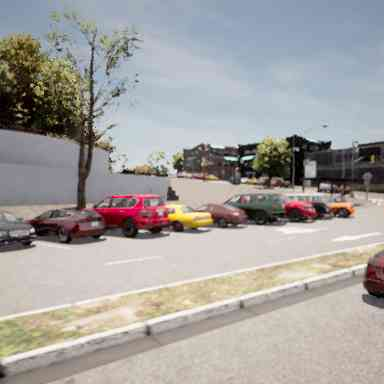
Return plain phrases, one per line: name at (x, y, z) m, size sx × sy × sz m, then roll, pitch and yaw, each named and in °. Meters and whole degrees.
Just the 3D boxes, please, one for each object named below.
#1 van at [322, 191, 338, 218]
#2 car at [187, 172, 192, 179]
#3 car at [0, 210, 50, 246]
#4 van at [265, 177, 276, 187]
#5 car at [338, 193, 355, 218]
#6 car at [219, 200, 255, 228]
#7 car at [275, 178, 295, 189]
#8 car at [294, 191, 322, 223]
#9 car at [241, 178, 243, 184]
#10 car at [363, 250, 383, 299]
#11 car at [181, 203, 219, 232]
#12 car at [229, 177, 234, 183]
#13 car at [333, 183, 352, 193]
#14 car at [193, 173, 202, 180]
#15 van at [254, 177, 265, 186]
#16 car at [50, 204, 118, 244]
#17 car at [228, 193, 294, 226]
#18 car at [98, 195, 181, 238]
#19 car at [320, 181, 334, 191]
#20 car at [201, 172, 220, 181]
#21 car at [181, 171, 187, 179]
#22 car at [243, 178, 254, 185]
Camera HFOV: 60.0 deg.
van at (8.700, 1.113, 26.176) m, size 4.442 × 1.987 × 1.878 m, roll -1°, pitch -1°, yaw 35°
car at (1.685, -4.298, 90.836) m, size 2.185 × 1.767 × 4.553 m, roll 6°, pitch 3°, yaw 34°
car at (-8.571, 1.484, 14.101) m, size 4.892 × 1.521 × 2.231 m, roll -1°, pitch -1°, yaw 35°
van at (17.325, -1.937, 68.624) m, size 1.878 × 1.987 × 4.442 m, roll 7°, pitch 4°, yaw 35°
car at (11.110, 1.195, 27.926) m, size 4.553 × 1.767 × 2.185 m, roll -1°, pitch 0°, yaw 35°
car at (1.221, 1.440, 21.046) m, size 4.674 × 1.452 × 2.002 m, roll -1°, pitch 0°, yaw 35°
car at (19.088, -1.439, 66.264) m, size 2.231 × 1.521 × 4.892 m, roll 6°, pitch 3°, yaw 35°
car at (6.161, 1.109, 24.506) m, size 5.566 × 2.045 × 2.435 m, roll -1°, pitch -1°, yaw 35°
car at (12.188, -2.491, 76.145) m, size 2.002 × 1.452 × 4.674 m, roll 7°, pitch 4°, yaw 35°
car at (5.532, 1.503, 7.080) m, size 4.181 × 1.385 × 1.994 m, roll 0°, pitch 0°, yaw -34°
car at (-1.386, 1.420, 19.419) m, size 5.366 × 1.575 × 1.946 m, roll -1°, pitch 0°, yaw 35°
car at (10.444, -2.765, 78.606) m, size 2.002 × 1.452 × 4.674 m, roll 6°, pitch 4°, yaw 35°
car at (25.995, -0.309, 56.410) m, size 2.002 × 1.452 × 4.674 m, roll 6°, pitch 3°, yaw 35°
car at (3.480, -4.147, 88.370) m, size 2.435 × 2.045 × 5.566 m, roll 7°, pitch 4°, yaw 34°
van at (15.595, -2.210, 71.094) m, size 1.878 × 1.987 × 4.442 m, roll 7°, pitch 4°, yaw 35°
car at (-6.150, 1.490, 15.847) m, size 4.792 × 1.488 × 2.163 m, roll -1°, pitch 0°, yaw 35°
car at (3.647, 1.129, 22.802) m, size 5.566 × 2.045 × 2.435 m, roll -1°, pitch 0°, yaw 35°
car at (-3.707, 1.189, 17.590) m, size 5.566 × 2.045 × 2.435 m, roll -1°, pitch 0°, yaw 35°
car at (24.301, -0.872, 58.880) m, size 2.435 × 2.045 × 5.566 m, roll 7°, pitch 4°, yaw 35°
car at (5.334, -3.626, 86.113) m, size 1.946 × 1.575 × 5.366 m, roll 6°, pitch 3°, yaw 34°
car at (-0.046, -4.533, 93.305) m, size 2.185 × 1.767 × 4.553 m, roll 4°, pitch 1°, yaw 33°
car at (14.021, -2.261, 73.825) m, size 1.946 × 1.575 × 5.366 m, roll 6°, pitch 4°, yaw 35°
